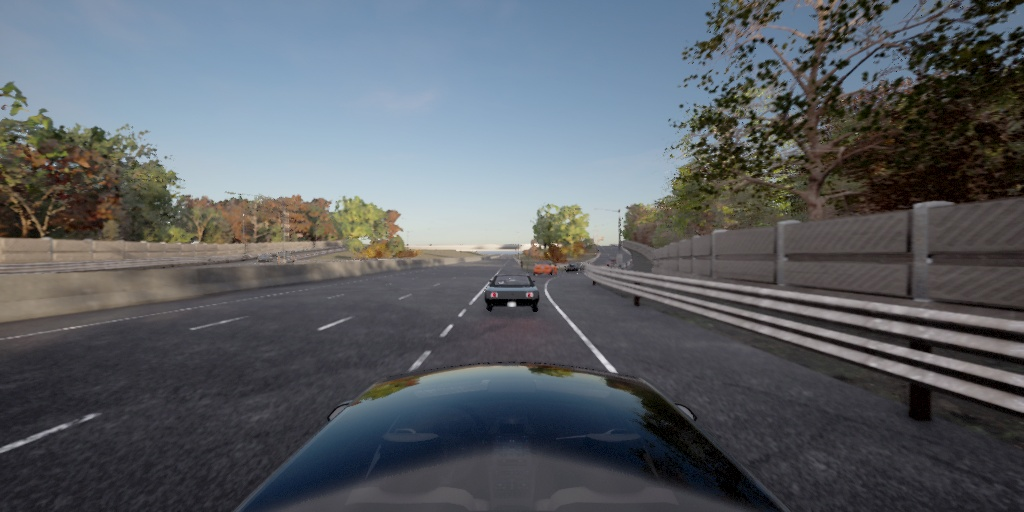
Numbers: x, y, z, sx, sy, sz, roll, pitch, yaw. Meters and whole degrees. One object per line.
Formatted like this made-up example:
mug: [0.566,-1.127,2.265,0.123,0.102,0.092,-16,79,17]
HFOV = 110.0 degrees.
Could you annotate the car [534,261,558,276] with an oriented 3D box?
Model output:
car: [3.916,1.337,40.586,2.097,1.767,4.553,0,-2,17]

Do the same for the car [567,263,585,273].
car: [9.879,1.861,55.503,1.837,1.490,4.892,0,-1,26]

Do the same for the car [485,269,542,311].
car: [0.033,1.356,14.423,1.895,1.301,4.718,0,0,1]
